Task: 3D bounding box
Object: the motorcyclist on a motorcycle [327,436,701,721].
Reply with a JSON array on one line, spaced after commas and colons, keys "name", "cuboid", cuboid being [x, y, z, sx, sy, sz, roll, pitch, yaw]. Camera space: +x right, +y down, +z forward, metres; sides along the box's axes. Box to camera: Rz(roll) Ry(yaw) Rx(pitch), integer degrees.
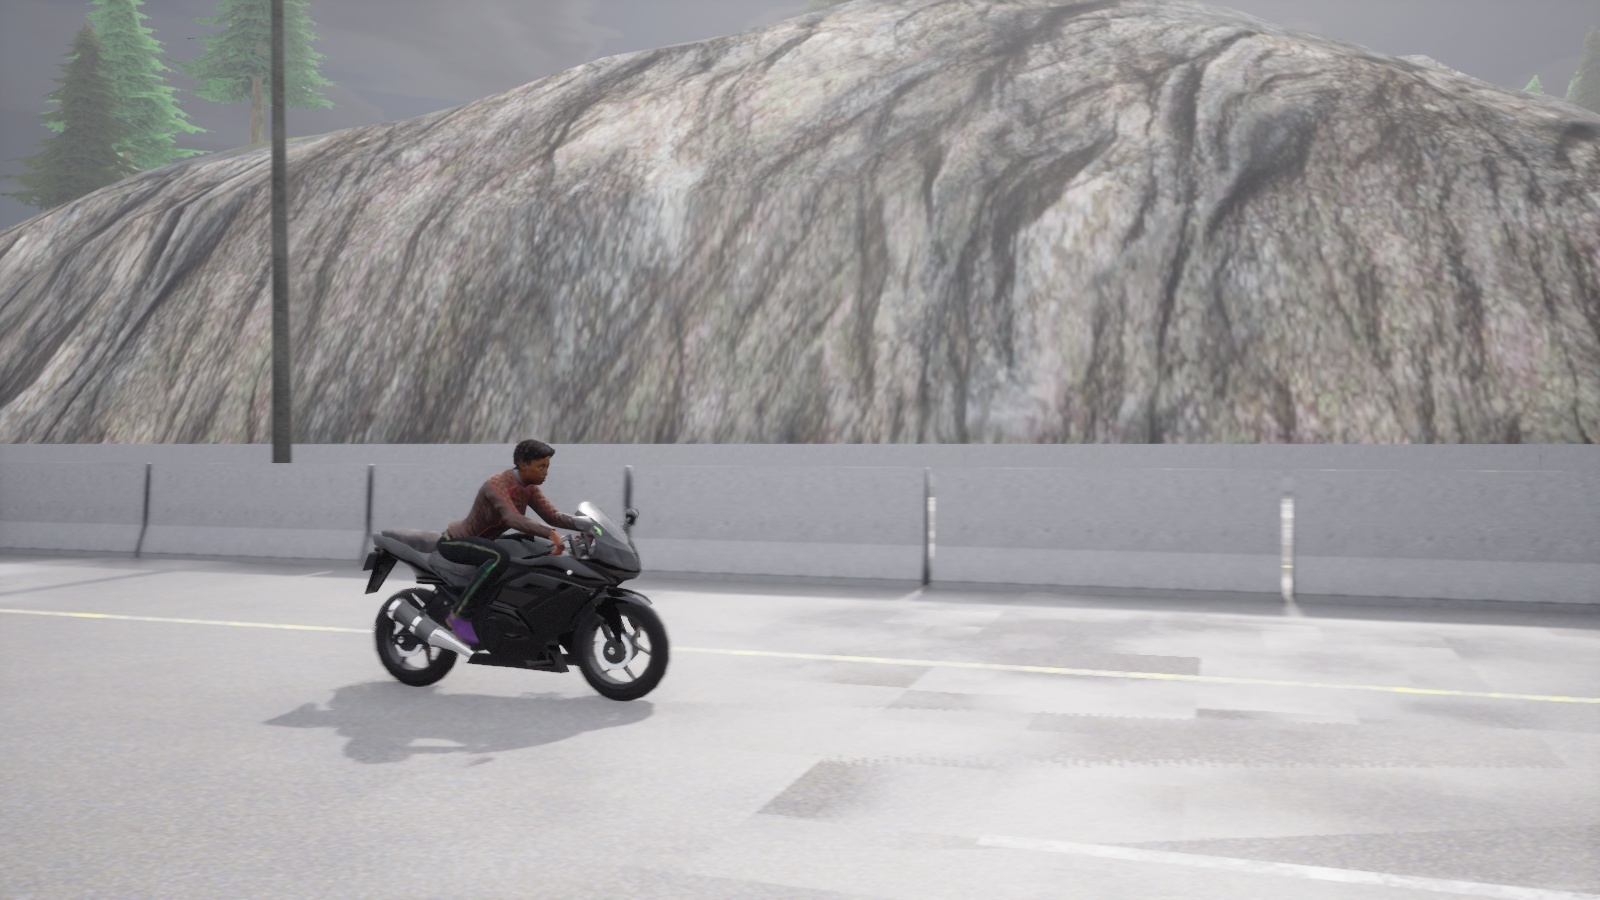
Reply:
[{"name": "motorcyclist on a motorcycle", "cuboid": [-1.689, 0.683, 7.454, 2.044, 1.523, 0.797, 1, 1, 19]}]
